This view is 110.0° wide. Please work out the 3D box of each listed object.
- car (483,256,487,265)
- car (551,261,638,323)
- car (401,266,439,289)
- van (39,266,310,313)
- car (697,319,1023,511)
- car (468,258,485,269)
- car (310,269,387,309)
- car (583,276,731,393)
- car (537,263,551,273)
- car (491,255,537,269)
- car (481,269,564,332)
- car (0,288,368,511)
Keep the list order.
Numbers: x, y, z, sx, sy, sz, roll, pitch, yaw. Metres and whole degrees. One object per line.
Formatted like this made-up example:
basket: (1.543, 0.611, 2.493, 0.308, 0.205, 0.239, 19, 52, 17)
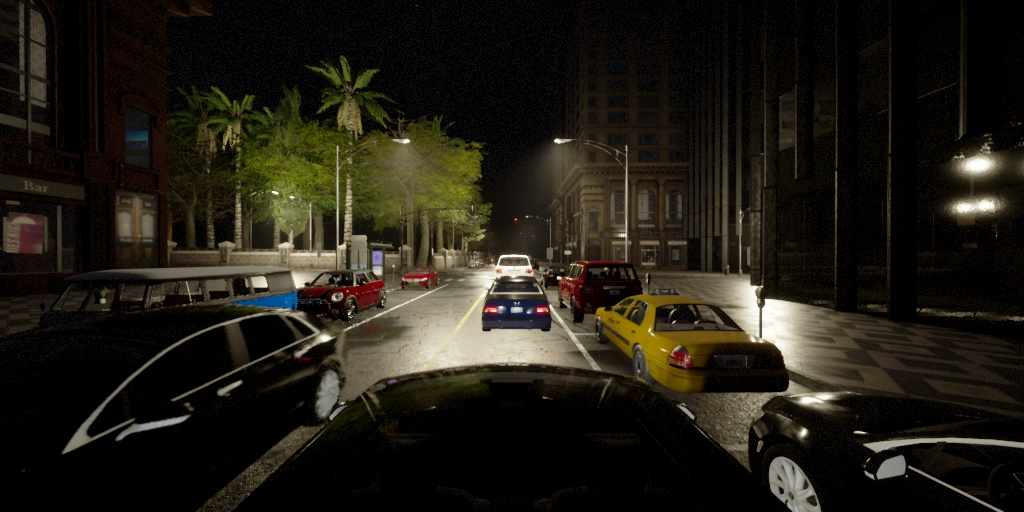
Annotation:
car: (-5.737, 1.158, 60.168, 1.967, 1.591, 4.097, 0, 0, 0)
car: (2.767, 1.063, 12.016, 2.192, 1.841, 5.009, 0, 0, 0)
car: (-5.754, 1.326, 22.888, 1.802, 1.307, 4.207, 0, 0, 0)
van: (-5.761, 1.090, 6.609, 1.690, 1.789, 3.998, 0, 0, 0)
car: (2.762, 1.300, 1.165, 2.007, 1.370, 4.403, 0, 0, 0)
car: (-5.739, 1.273, 54.748, 2.007, 1.370, 4.403, 0, 0, 0)
car: (-5.759, 1.188, 12.036, 1.967, 1.591, 4.097, 0, 0, 0)
car: (2.764, 1.275, 6.761, 1.751, 1.417, 4.829, 0, 0, 0)
car: (2.772, 1.310, 22.867, 1.948, 1.339, 4.313, 0, 0, 0)
car: (0.109, 0.967, 21.408, 2.150, 2.045, 5.566, 0, 0, 0)
car: (0.106, 1.296, 10.837, 2.033, 1.411, 5.357, 0, 0, 0)
car: (-3.098, 1.254, 2.891, 1.837, 1.490, 4.892, 0, 0, 0)
